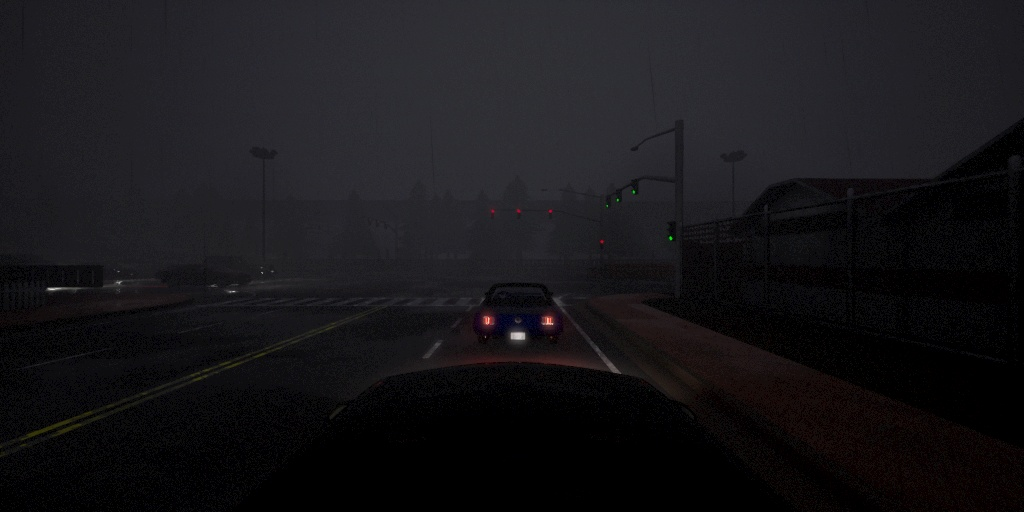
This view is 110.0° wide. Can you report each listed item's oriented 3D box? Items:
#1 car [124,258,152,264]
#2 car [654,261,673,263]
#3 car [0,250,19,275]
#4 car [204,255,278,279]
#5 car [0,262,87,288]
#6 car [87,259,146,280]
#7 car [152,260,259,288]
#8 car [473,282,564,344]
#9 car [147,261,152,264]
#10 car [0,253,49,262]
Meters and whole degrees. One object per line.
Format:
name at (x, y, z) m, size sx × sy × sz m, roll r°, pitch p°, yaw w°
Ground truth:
car at (-42.821, 0.902, 40.592) m, size 5.357 × 1.411 × 2.033 m, roll 3°, pitch 0°, yaw -1°
car at (17.192, 1.276, 41.574) m, size 4.674 × 1.442 × 1.812 m, roll 0°, pitch 0°, yaw -1°
car at (-45.425, 0.390, 29.874) m, size 5.566 × 2.045 × 2.150 m, roll 4°, pitch 0°, yaw -1°
car at (-22.989, 0.970, 30.213) m, size 5.566 × 2.045 × 2.150 m, roll 0°, pitch 0°, yaw -1°
car at (-30.853, 1.295, 23.087) m, size 4.181 × 1.385 × 1.994 m, roll 0°, pitch 0°, yaw 0°
car at (-34.212, 1.210, 30.030) m, size 4.674 × 1.442 × 1.812 m, roll 1°, pitch 0°, yaw -1°
car at (-19.737, 1.228, 23.266) m, size 5.008 × 1.535 × 1.882 m, roll 0°, pitch 0°, yaw -1°
car at (0.191, 1.351, 9.556) m, size 1.895 × 1.301 × 4.718 m, roll 0°, pitch 0°, yaw 2°
car at (-23.791, 1.271, 26.699) m, size 4.674 × 1.442 × 1.812 m, roll 0°, pitch 0°, yaw -1°
car at (-36.583, 0.840, 26.490) m, size 5.566 × 2.045 × 2.150 m, roll 2°, pitch 0°, yaw -1°
